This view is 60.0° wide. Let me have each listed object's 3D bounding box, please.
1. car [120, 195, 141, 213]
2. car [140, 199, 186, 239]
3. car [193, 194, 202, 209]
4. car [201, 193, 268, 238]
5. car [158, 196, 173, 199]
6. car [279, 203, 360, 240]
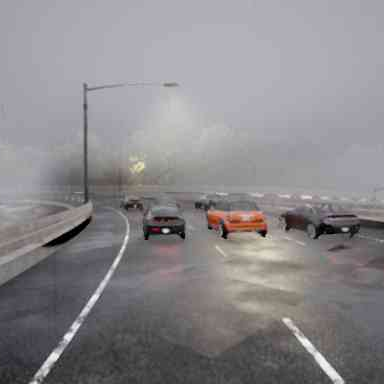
[{"bbox_3d":[-6.489,1.115,35.555,1.837,1.490,4.892,0,1,-20],"label":"car"},{"bbox_3d":[-1.430,1.318,16.128,1.837,1.490,4.892,0,1,-9],"label":"car"},{"bbox_3d":[1.608,0.928,33.401,2.097,1.767,4.553,-1,1,-17],"label":"car"},{"bbox_3d":[2.037,1.133,16.462,2.097,1.767,4.553,-1,1,-8],"label":"car"},{"bbox_3d":[-2.880,1.144,35.831,1.994,1.385,4.181,-1,1,-19],"label":"car"},{"bbox_3d":[5.724,1.259,15.562,2.128,1.511,4.902,-1,1,-8],"label":"car"}]
